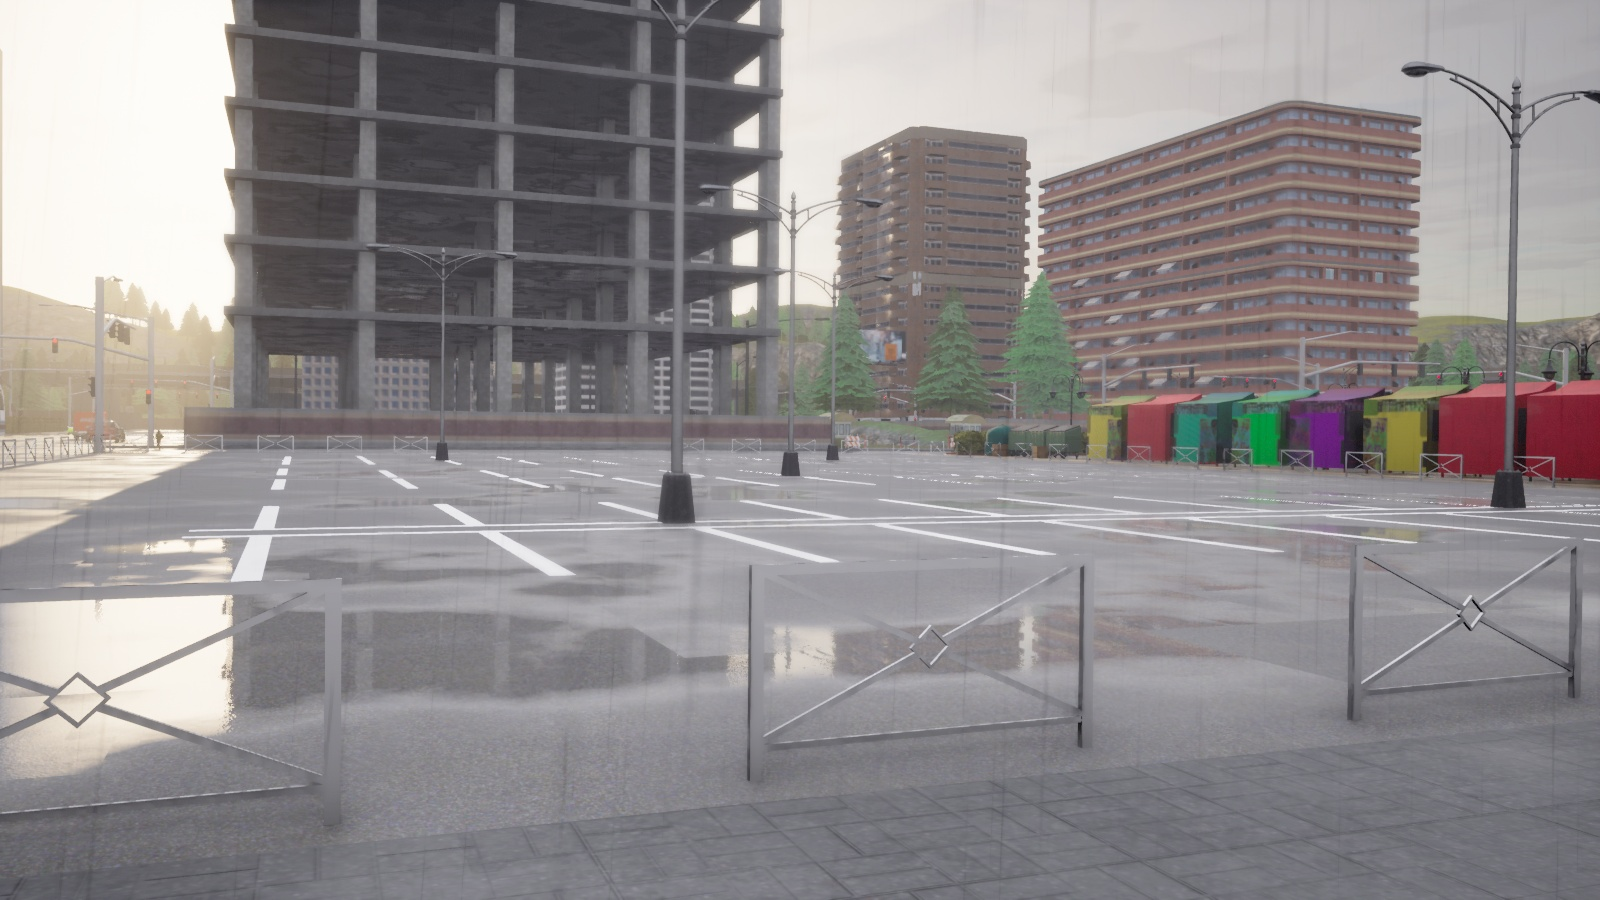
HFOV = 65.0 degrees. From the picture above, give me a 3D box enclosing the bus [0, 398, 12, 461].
[{"bbox_3d":[-54.720,-1.317,81.763,3.944,4.253,10.273,-1,1,-22],"label":"bus"}]
